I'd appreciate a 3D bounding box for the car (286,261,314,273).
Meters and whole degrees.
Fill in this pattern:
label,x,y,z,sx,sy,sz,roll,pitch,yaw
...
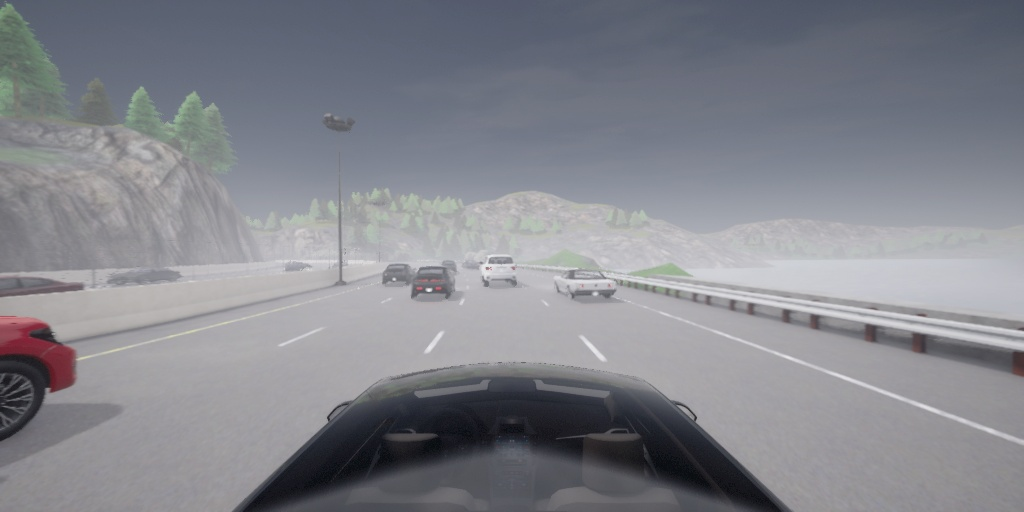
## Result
label,x,y,z,sx,sy,sz,roll,pitch,yaw
car,-26.368,1.540,44.836,2.033,1.411,5.357,-1,0,-13

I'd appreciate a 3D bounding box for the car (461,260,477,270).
label,x,y,z,sx,sy,sz,roll,pitch,yaw
car,-6.277,1.287,53.420,2.033,1.411,5.357,-1,0,-18

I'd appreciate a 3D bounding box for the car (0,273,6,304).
label,x,y,z,sx,sy,sz,roll,pitch,yaw
car,-25.097,1.552,14.883,1.812,1.442,4.674,-1,0,-4

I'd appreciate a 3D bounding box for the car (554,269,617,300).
label,x,y,z,sx,sy,sz,roll,pitch,yaw
car,3.314,1.286,17.296,1.895,1.301,4.718,-1,0,-5

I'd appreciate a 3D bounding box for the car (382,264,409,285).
label,x,y,z,sx,sy,sz,roll,pitch,yaw
car,-8.398,1.314,26.847,1.837,1.490,4.892,0,0,-8

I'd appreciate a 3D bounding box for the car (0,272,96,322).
label,x,y,z,sx,sy,sz,roll,pitch,yaw
car,-17.926,1.423,12.213,1.882,1.535,5.008,-1,0,-3

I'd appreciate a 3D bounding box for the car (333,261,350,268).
label,x,y,z,sx,sy,sz,roll,pitch,yaw
car,-24.877,1.488,52.515,1.812,1.442,4.674,-1,0,-16

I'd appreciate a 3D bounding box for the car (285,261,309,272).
label,x,y,z,sx,sy,sz,roll,pitch,yaw
car,-32.923,1.600,55.014,2.033,1.411,5.357,-1,0,-18

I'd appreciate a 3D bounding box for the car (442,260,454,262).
label,x,y,z,sx,sy,sz,roll,pitch,yaw
car,-7.821,1.279,43.673,1.837,1.490,4.892,1,0,-13

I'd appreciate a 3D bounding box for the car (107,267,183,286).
label,x,y,z,sx,sy,sz,roll,pitch,yaw
car,-30.407,1.612,30.002,2.033,1.411,5.357,-1,0,-9

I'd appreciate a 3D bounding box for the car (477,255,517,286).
label,x,y,z,sx,sy,sz,roll,pitch,yaw
car,-1.041,0.946,25.208,2.150,2.045,5.566,0,0,-8

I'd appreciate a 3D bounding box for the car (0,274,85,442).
label,x,y,z,sx,sy,sz,roll,pitch,yaw
car,-6.641,1.050,2.138,2.150,2.045,5.566,0,0,-1

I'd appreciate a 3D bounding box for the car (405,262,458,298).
label,x,y,z,sx,sy,sz,roll,pitch,yaw
car,-3.988,1.275,18.599,1.837,1.490,4.892,0,0,-6
